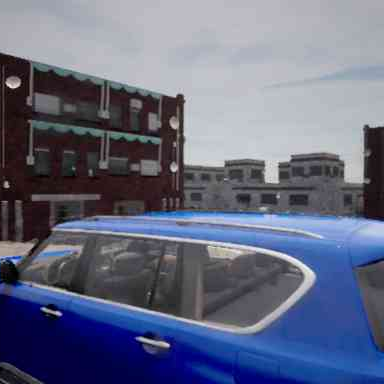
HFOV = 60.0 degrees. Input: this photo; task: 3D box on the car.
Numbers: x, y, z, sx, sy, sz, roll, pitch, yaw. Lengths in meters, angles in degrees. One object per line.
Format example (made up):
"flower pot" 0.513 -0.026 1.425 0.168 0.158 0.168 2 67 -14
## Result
"car" -0.508 1.228 3.623 5.566 2.045 2.435 0 0 35
